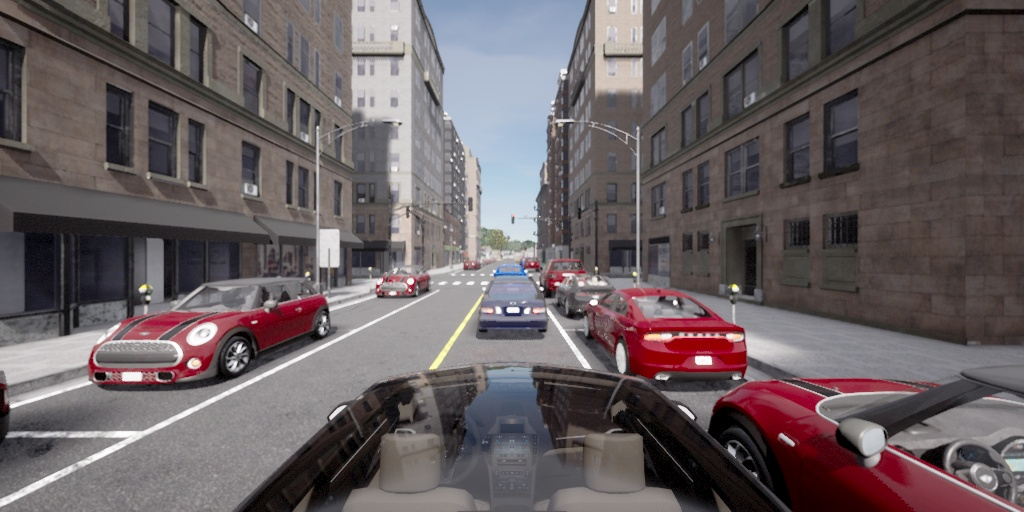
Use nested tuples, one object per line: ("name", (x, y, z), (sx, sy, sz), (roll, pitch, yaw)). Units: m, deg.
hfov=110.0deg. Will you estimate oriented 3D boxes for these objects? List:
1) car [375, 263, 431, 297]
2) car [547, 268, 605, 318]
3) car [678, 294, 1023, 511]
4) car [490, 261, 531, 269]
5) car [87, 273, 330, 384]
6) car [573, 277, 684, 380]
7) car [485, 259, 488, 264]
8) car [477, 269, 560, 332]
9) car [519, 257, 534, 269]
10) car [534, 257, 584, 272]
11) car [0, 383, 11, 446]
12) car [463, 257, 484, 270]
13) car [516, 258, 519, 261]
("car", (-5.481, 1.187, 18.454), (1.967, 1.591, 4.097), (0, 0, 0))
("car", (2.577, 1.299, 12.819), (2.007, 1.370, 4.403), (0, 0, 0))
("car", (2.642, 1.190, 1.455), (1.967, 1.591, 4.097), (0, 0, 0))
("car", (-0.105, 1.225, 20.606), (1.882, 1.535, 5.008), (0, 0, 0))
("car", (-5.415, 1.189, 7.090), (1.967, 1.591, 4.097), (0, 0, 0))
("car", (2.609, 1.294, 7.137), (1.888, 1.381, 4.507), (0, 0, 0))
("car", (-5.759, 1.288, 62.020), (2.007, 1.370, 4.403), (0, 0, 0))
("car", (0.027, 1.296, 10.788), (2.033, 1.411, 5.357), (0, 0, 0))
("car", (2.451, 1.056, 45.557), (2.192, 1.841, 5.009), (0, 0, 0))
("car", (2.544, 1.062, 18.501), (2.192, 1.841, 5.009), (0, 0, 0))
("car", (-5.383, 1.316, 1.408), (1.948, 1.339, 4.313), (0, 0, 0))
("car", (-5.700, 1.055, 51.013), (2.192, 1.841, 5.009), (0, 0, 0))
("car", (2.343, 1.052, 62.068), (2.192, 1.841, 5.009), (0, 0, 0))
